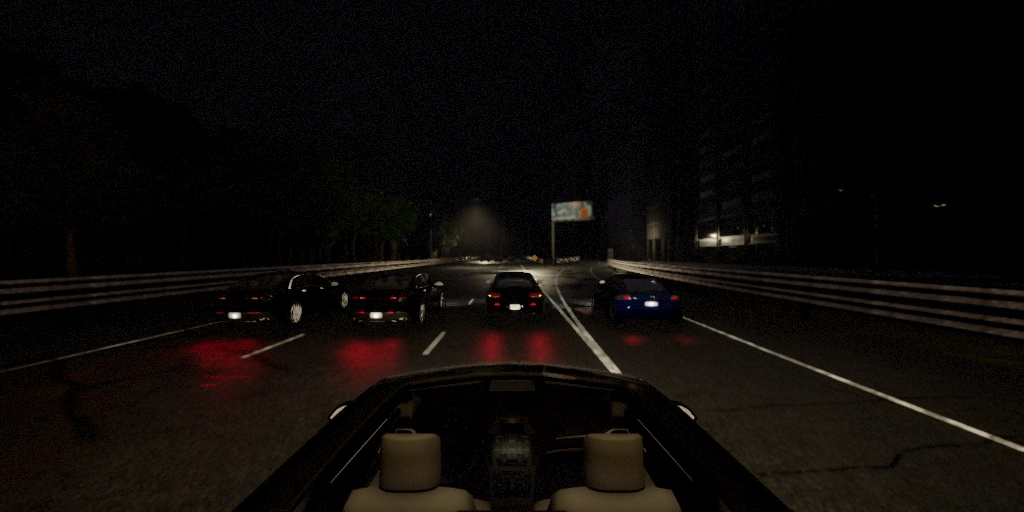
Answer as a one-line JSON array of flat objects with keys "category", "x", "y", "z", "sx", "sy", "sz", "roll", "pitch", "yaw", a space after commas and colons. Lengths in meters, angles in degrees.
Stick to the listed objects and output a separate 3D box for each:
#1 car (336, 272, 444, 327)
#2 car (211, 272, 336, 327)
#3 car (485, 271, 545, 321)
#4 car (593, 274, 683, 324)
[{"category": "car", "x": -3.408, "y": 1.230, "z": 11.404, "sx": 1.837, "sy": 1.490, "sz": 4.892, "roll": 0, "pitch": 0, "yaw": 0}, {"category": "car", "x": -6.912, "y": 1.230, "z": 11.361, "sx": 1.837, "sy": 1.490, "sz": 4.892, "roll": 0, "pitch": 0, "yaw": 0}, {"category": "car", "x": 0.080, "y": 1.249, "z": 12.273, "sx": 1.812, "sy": 1.442, "sz": 4.674, "roll": 0, "pitch": 0, "yaw": 0}, {"category": "car", "x": 3.941, "y": 1.288, "z": 11.878, "sx": 1.994, "sy": 1.385, "sz": 4.181, "roll": 0, "pitch": 0, "yaw": 3}]
